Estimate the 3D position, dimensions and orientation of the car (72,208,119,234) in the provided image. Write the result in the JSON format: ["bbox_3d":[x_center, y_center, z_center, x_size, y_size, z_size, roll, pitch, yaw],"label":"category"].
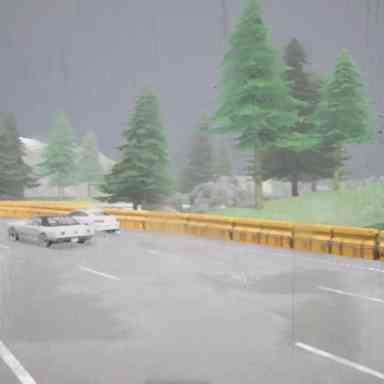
[{"bbox_3d":[-6.213,1.685,19.396,4.674,1.442,1.812,1,-1,36],"label":"car"}]

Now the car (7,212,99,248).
[{"bbox_3d":[-6.693,1.712,15.432,4.718,1.301,1.895,1,-1,38],"label":"car"}]
